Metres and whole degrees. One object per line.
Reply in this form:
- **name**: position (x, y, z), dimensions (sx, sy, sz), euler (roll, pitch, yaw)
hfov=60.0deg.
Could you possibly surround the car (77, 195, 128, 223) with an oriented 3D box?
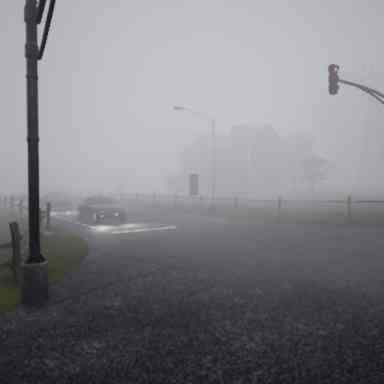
- **car**: position (-5.616, 0.988, 20.543), dimensions (1.837, 1.490, 4.892), euler (-1, 1, -35)

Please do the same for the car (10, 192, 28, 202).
- **car**: position (-24.478, 0.654, 47.261), dimensions (1.895, 1.301, 4.718), euler (-1, 1, -35)

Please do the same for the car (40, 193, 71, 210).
- **car**: position (-12.511, 0.804, 30.258), dimensions (1.882, 1.535, 5.008), euler (-1, 1, -35)
